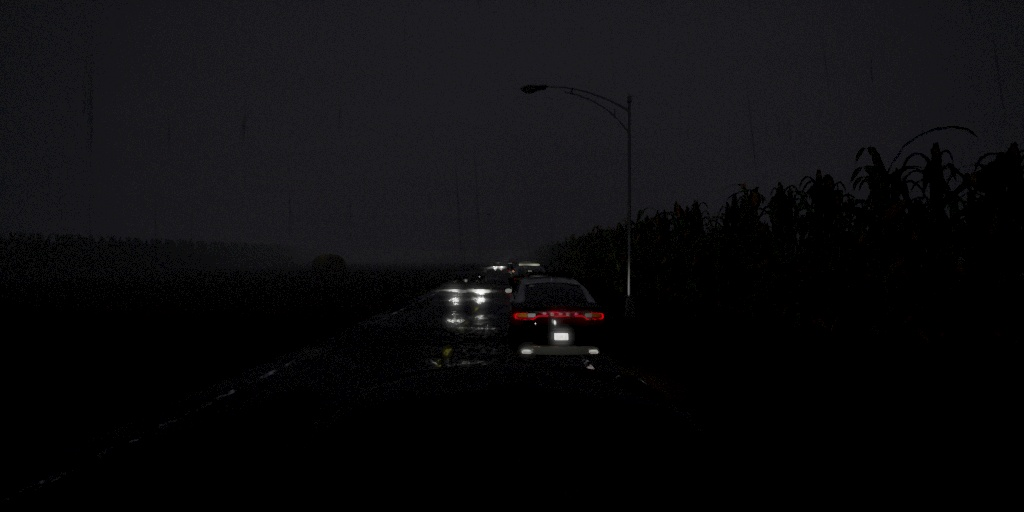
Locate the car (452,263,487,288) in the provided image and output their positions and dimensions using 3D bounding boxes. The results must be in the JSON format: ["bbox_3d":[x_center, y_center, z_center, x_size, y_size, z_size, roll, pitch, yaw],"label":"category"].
[{"bbox_3d":[-2.763,1.238,24.009,1.837,1.490,4.892,0,0,0],"label":"car"}]

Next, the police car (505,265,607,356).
[{"bbox_3d":[0.854,1.173,8.721,1.930,1.638,5.238,0,0,0],"label":"police car"}]

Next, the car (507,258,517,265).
[{"bbox_3d":[0.914,1.084,24.580,2.097,1.767,4.553,0,0,0],"label":"car"}]

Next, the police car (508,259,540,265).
[{"bbox_3d":[0.892,1.165,18.720,1.930,1.638,5.238,0,0,0],"label":"police car"}]
